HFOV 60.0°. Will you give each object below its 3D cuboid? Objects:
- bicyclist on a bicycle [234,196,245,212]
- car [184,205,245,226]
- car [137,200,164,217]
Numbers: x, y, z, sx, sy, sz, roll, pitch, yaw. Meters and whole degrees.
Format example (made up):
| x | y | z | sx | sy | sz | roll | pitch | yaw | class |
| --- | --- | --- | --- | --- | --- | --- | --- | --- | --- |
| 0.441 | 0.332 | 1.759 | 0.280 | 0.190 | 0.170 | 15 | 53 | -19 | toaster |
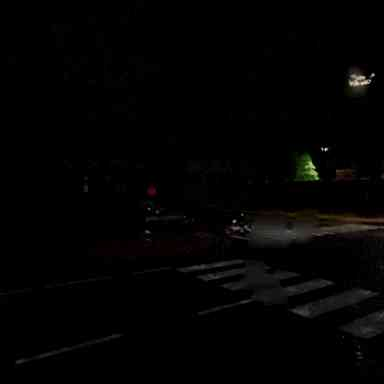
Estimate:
| x | y | z | sx | sy | sz | roll | pitch | yaw | class |
| --- | --- | --- | --- | --- | --- | --- | --- | --- | --- |
| 4.871 | 1.269 | 33.996 | 1.656 | 1.620 | 0.582 | 0 | 0 | -35 | bicyclist on a bicycle |
| 1.487 | 1.573 | 23.234 | 1.895 | 1.301 | 4.718 | 0 | 0 | -35 | car |
| -4.450 | 1.498 | 31.653 | 1.812 | 1.442 | 4.674 | 0 | 0 | -35 | car |
